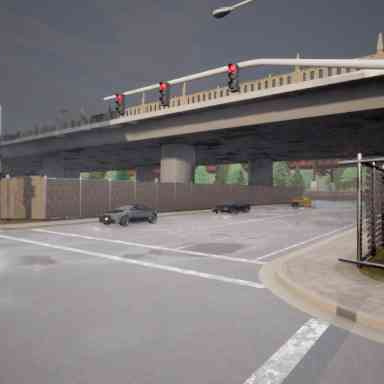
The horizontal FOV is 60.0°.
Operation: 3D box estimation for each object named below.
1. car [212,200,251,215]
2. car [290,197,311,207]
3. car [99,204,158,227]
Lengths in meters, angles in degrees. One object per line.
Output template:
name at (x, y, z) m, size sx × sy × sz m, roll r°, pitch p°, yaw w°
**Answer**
car at (4.226, 1.548, 34.443) m, size 2.033 × 1.411 × 5.357 m, roll 0°, pitch 0°, yaw 37°
car at (16.616, 1.486, 50.692) m, size 1.882 × 1.535 × 5.008 m, roll 0°, pitch 0°, yaw 37°
car at (-4.339, 1.561, 23.102) m, size 1.994 × 1.385 × 4.181 m, roll 0°, pitch 0°, yaw 37°
